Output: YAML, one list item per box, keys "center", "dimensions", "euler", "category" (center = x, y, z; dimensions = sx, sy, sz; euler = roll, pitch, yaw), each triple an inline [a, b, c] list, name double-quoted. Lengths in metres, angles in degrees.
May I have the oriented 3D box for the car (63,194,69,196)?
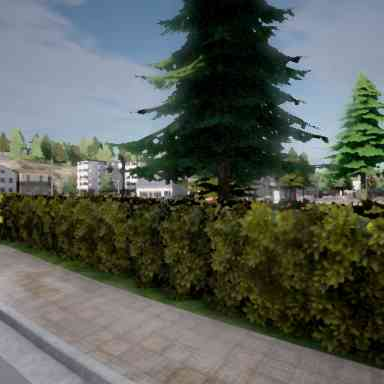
- center: [-31.244, 1.227, 85.565]
  dimensions: [3.806, 1.475, 1.970]
  euler: [0, 0, -45]
  category: "car"

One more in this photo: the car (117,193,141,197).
- center: [-9.691, 1.381, 53.866]
  dimensions: [3.806, 1.475, 1.970]
  euler: [0, 0, -45]
  category: "car"

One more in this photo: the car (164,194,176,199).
- center: [-2.220, 1.220, 37.411]
  dimensions: [5.566, 2.045, 2.150]
  euler: [0, 0, -45]
  category: "car"

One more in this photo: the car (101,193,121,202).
- center: [-17.556, 1.073, 72.081]
  dimensions: [3.866, 1.878, 1.905]
  euler: [0, 0, -45]
  category: "car"

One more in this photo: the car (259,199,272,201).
- center: [9.911, 1.476, 44.328]
  dimensions: [1.882, 1.535, 5.008]
  euler: [0, 0, 45]
  category: "car"

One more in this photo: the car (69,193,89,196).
- center: [-26.518, 1.148, 81.212]
  dimensions: [5.027, 1.636, 2.152]
  euler: [0, 0, -45]
  category: "car"

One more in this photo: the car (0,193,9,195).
- center: [-23.116, 1.327, 40.896]
  dimensions: [5.027, 1.636, 2.152]
  euler: [0, 0, -45]
  category: "car"

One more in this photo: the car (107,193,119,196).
- center: [-15.227, 1.093, 70.296]
  dimensions: [4.605, 1.855, 1.932]
  euler: [0, 0, -45]
  category: "car"

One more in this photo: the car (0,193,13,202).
- center: [-41.124, 1.092, 71.276]
  dimensions: [4.605, 1.855, 1.932]
  euler: [0, 0, -45]
  category: "car"
